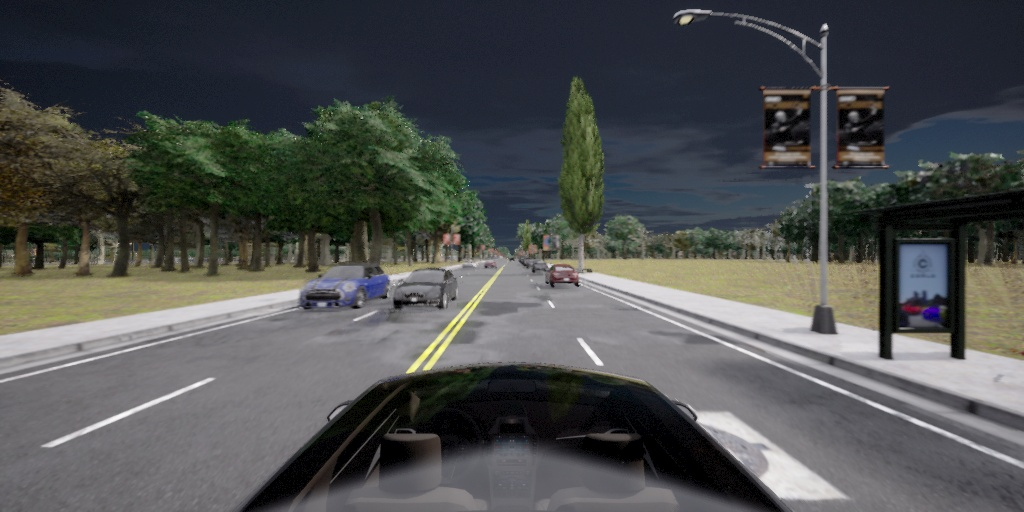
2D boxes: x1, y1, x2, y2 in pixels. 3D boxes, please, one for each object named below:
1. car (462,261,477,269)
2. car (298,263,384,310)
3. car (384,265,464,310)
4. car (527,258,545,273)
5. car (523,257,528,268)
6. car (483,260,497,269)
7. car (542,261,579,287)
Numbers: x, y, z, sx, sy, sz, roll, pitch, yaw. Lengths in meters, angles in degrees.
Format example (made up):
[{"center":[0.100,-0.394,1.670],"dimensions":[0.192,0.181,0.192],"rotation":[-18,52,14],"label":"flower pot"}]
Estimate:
[{"center":[-6.579,1.358,55.696],"dimensions":[1.895,1.301,4.718],"rotation":[0,0,0],"label":"car"},{"center":[-6.604,1.102,14.710],"dimensions":[2.097,1.767,4.553],"rotation":[0,0,0],"label":"car"},{"center":[-3.354,1.255,14.701],"dimensions":[1.837,1.490,4.892],"rotation":[0,0,0],"label":"car"},{"center":[3.333,1.247,43.271],"dimensions":[2.128,1.511,4.902],"rotation":[0,0,0],"label":"car"},{"center":[3.231,1.250,56.389],"dimensions":[2.128,1.511,4.902],"rotation":[0,0,0],"label":"car"},{"center":[-3.331,1.283,55.693],"dimensions":[1.812,1.442,4.674],"rotation":[0,0,0],"label":"car"},{"center":[3.342,1.278,24.285],"dimensions":[1.812,1.442,4.674],"rotation":[0,0,0],"label":"car"}]
